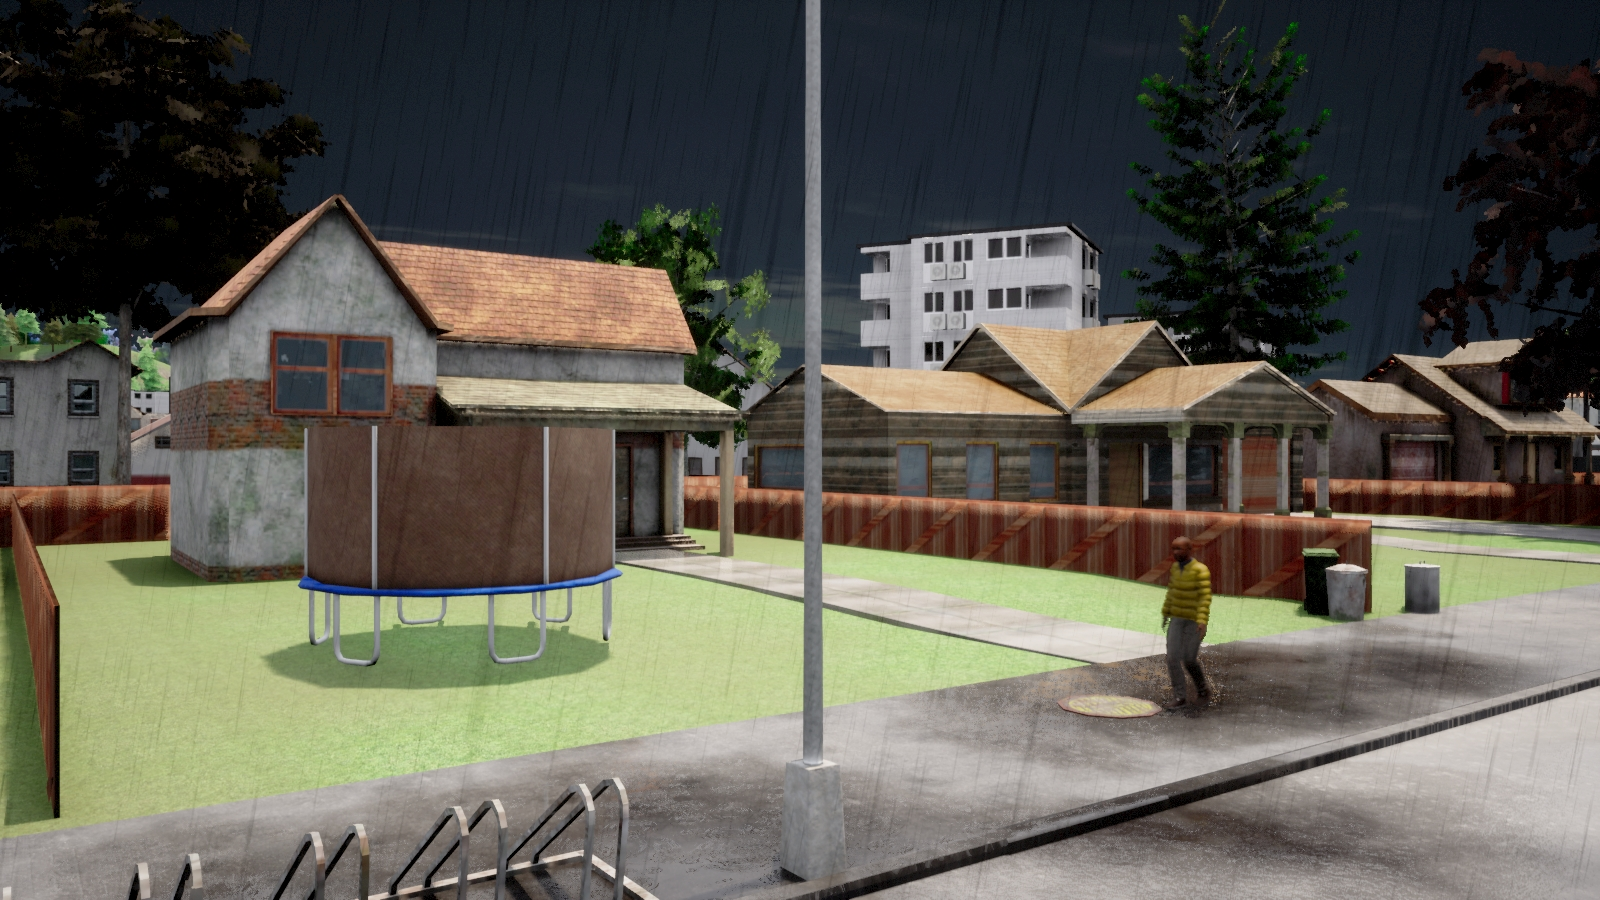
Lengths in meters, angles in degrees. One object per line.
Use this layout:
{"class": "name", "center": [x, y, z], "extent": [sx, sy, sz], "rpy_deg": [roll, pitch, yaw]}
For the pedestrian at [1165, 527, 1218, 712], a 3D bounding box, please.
{"class": "pedestrian", "center": [4.077, 1.746, 11.905], "extent": [0.375, 1.860, 0.375], "rpy_deg": [0, 0, -31]}
